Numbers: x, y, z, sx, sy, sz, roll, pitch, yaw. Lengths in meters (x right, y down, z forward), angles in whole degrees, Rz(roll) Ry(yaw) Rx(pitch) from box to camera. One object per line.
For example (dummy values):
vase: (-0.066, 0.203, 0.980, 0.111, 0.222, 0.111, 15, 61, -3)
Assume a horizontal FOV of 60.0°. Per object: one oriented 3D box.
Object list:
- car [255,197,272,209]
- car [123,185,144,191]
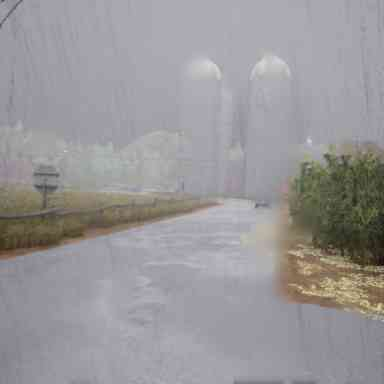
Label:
car: (8.888, 1.307, 41.127, 2.033, 1.411, 5.357, 3, 1, 15)
car: (-16.255, -1.149, 90.401, 4.611, 1.667, 2.242, 3, 1, 14)
